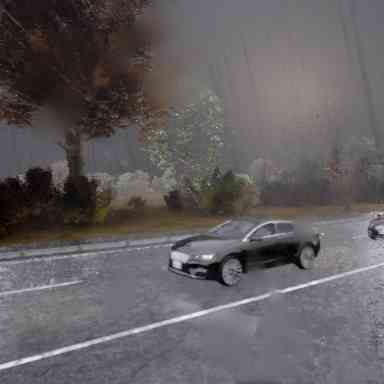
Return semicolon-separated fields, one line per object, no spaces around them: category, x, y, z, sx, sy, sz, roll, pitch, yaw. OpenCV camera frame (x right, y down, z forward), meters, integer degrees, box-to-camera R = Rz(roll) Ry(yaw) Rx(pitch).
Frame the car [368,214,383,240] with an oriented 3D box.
car;10.059;1.437;15.501;4.902;1.511;2.128;0;0;-37

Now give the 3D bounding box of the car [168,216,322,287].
car;1.644;1.478;9.410;4.902;1.511;2.128;0;0;-35
